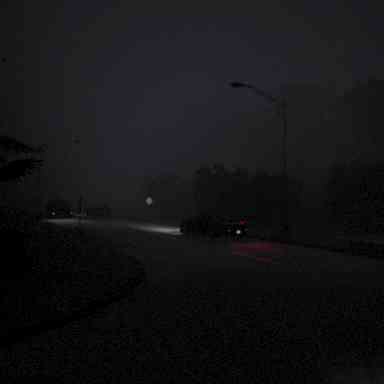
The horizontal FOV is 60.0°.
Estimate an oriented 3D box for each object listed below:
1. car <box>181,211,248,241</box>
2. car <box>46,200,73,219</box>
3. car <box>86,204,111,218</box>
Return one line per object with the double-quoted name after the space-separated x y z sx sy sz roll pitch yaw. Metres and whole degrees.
1.109 1.837 18.887 2.128 1.511 4.902 1 -1 -31 "car"
-15.128 1.894 37.760 2.150 2.045 5.566 1 -1 -31 "car"
-11.019 2.189 39.058 2.128 1.511 4.902 1 -1 -31 "car"
